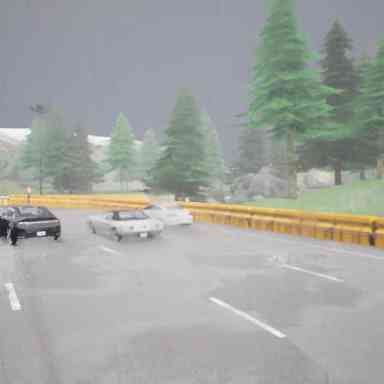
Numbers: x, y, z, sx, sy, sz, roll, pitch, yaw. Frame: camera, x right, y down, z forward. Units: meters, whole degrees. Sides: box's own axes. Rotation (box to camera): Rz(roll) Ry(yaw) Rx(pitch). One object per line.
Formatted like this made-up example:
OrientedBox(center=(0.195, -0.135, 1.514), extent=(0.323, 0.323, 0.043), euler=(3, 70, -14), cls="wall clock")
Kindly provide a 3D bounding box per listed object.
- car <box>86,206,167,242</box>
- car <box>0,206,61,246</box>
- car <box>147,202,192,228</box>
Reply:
OrientedBox(center=(-3.331, 1.454, 15.569), extent=(1.895, 1.301, 4.718), euler=(-1, 1, -37), cls="car")
OrientedBox(center=(-7.357, 1.358, 14.736), extent=(2.128, 1.511, 4.902), euler=(-1, 1, -39), cls="car")
OrientedBox(center=(-1.855, 1.322, 19.314), extent=(1.812, 1.442, 4.674), euler=(-1, 1, -39), cls="car")
